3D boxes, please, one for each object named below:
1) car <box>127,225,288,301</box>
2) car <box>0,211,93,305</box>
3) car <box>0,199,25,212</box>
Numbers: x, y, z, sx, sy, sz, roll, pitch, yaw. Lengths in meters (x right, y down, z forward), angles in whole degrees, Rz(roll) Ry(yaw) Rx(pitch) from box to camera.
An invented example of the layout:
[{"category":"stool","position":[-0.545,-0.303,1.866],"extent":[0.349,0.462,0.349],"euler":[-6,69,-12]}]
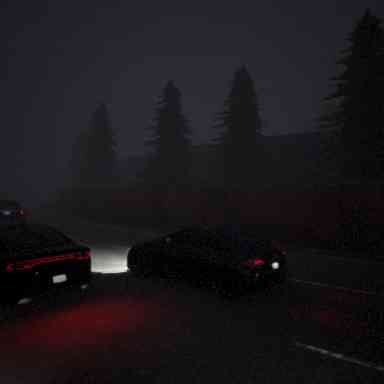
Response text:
[{"category":"car","position":[0.258,1.551,8.471],"extent":[4.181,1.385,1.994],"euler":[1,0,39]},{"category":"car","position":[-4.315,1.433,7.763],"extent":[5.008,1.535,1.882],"euler":[1,0,41]},{"category":"car","position":[-11.944,1.228,20.657],"extent":[2.097,1.767,4.553],"euler":[0,0,-40]}]
